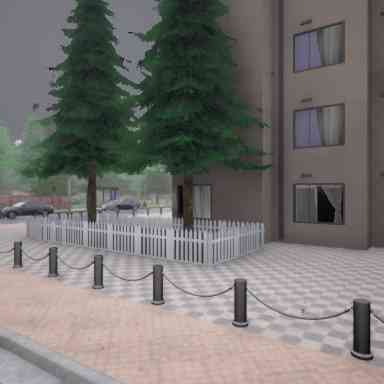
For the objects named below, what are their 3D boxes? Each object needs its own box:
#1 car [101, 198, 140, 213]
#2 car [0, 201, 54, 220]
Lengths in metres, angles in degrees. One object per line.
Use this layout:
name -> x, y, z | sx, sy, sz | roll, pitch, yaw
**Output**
car -> -7.953, 1.477, 37.204 | 2.128, 1.511, 4.902 | 0, 0, 37
car -> -14.321, 1.510, 28.705 | 1.812, 1.442, 4.674 | 0, 0, 37
